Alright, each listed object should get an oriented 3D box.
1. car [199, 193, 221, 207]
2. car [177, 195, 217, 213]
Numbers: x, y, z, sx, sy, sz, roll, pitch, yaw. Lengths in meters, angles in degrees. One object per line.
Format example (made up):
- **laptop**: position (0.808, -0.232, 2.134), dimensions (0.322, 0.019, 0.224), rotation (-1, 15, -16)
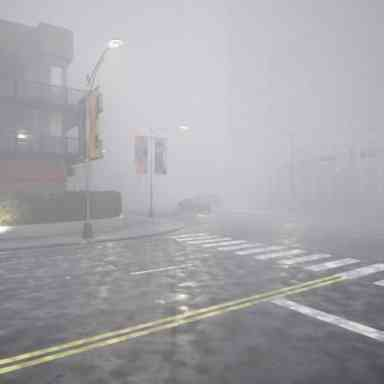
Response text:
- **car**: position (1.983, 1.215, 48.812), dimensions (2.150, 2.045, 5.566), rotation (0, 0, -33)
- **car**: position (0.219, 1.473, 37.104), dimensions (1.882, 1.535, 5.008), rotation (0, 0, -35)
